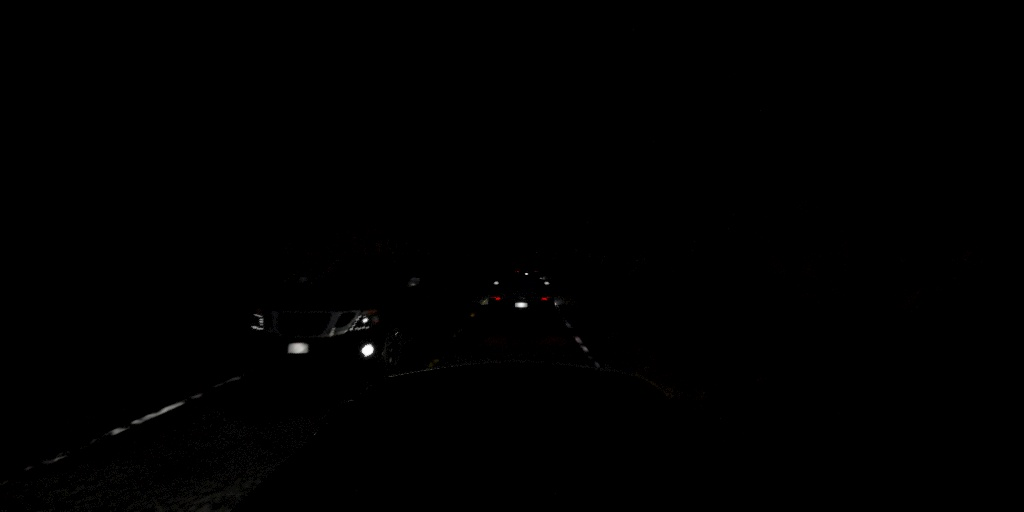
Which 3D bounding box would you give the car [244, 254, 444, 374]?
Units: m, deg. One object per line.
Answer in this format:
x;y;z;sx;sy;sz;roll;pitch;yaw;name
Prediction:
-3.002;0.968;7.898;2.150;2.045;5.566;0;0;1;car

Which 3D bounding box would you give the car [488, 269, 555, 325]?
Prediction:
0.313;1.315;11.850;1.994;1.385;4.181;0;0;2;car

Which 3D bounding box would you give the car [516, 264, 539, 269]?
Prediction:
1.238;1.315;28.838;1.994;1.385;4.181;0;0;4;car
